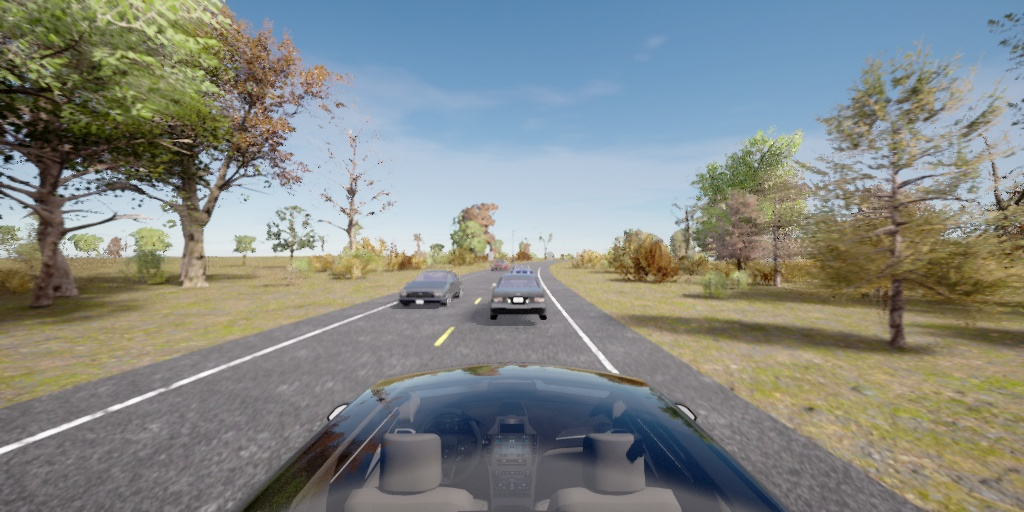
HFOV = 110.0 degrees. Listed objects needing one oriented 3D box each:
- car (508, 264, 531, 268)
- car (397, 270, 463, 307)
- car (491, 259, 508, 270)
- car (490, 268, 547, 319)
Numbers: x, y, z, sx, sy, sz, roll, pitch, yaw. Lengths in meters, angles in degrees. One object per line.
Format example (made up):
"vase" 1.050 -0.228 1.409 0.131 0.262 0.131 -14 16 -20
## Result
"car" 0.916 1.446 32.225 1.895 1.301 4.718 0 0 3
"car" -3.399 1.344 16.087 2.033 1.411 5.357 0 0 1
"car" -1.631 1.245 49.925 2.097 1.767 4.553 0 0 5
"car" 0.235 1.336 12.989 2.033 1.411 5.357 0 0 1
